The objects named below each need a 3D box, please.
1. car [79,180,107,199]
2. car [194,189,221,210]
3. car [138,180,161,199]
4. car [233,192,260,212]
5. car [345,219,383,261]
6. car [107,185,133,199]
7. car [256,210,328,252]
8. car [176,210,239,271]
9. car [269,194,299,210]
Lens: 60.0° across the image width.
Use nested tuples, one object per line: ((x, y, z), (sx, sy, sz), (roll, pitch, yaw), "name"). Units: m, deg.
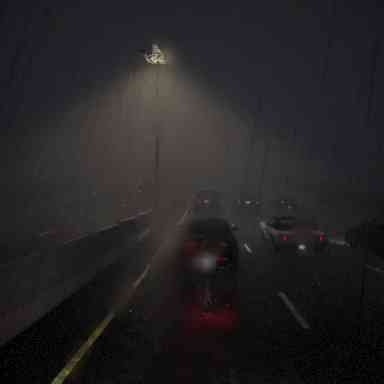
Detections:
((-12.275, -0.411, 42.004), (2.150, 2.045, 5.566), (0, 6, 3), "car")
((1.376, 0.707, 29.867), (2.150, 2.045, 5.566), (0, 4, 3), "car")
((-5.283, -0.375, 41.678), (2.150, 2.045, 5.566), (0, 6, 3), "car")
((4.909, 0.795, 30.549), (2.097, 1.767, 4.553), (0, 4, 3), "car")
((7.618, 1.707, 12.867), (1.994, 1.385, 4.181), (0, 0, 3), "car")
((-8.774, -0.145, 41.939), (1.882, 1.535, 5.008), (0, 6, 3), "car")
((4.195, 1.717, 14.546), (1.895, 1.301, 4.718), (0, 1, 3), "car")
((0.532, 1.619, 11.385), (1.837, 1.490, 4.892), (0, 0, 3), "car")
((8.417, 0.933, 30.653), (2.128, 1.511, 4.902), (0, 4, 3), "car")
